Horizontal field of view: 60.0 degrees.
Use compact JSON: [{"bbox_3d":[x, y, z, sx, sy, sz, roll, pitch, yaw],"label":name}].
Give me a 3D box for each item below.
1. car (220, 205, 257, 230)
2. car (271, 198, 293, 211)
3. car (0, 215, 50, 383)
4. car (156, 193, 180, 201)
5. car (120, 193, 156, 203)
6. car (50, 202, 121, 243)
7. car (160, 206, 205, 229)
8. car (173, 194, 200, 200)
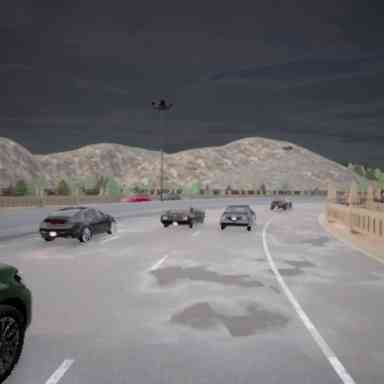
[{"bbox_3d":[3.000,1.528,21.061,2.033,1.411,5.357,0,0,15],"label":"car"},{"bbox_3d":[11.057,1.490,40.947,1.837,1.490,4.892,0,0,28],"label":"car"},{"bbox_3d":[-3.280,1.202,2.122,2.150,2.045,5.566,0,0,2],"label":"car"},{"bbox_3d":[-3.690,1.106,50.868,2.150,2.045,5.566,0,0,30],"label":"car"},{"bbox_3d":[-8.287,1.102,49.789,2.150,2.045,5.566,0,0,28],"label":"car"},{"bbox_3d":[-5.237,1.455,15.907,1.837,1.490,4.892,0,0,10],"label":"car"},{"bbox_3d":[-0.437,1.564,21.597,1.895,1.301,4.718,0,0,14],"label":"car"},{"bbox_3d":[-0.245,1.413,49.830,2.128,1.511,4.902,0,0,30],"label":"car"}]
